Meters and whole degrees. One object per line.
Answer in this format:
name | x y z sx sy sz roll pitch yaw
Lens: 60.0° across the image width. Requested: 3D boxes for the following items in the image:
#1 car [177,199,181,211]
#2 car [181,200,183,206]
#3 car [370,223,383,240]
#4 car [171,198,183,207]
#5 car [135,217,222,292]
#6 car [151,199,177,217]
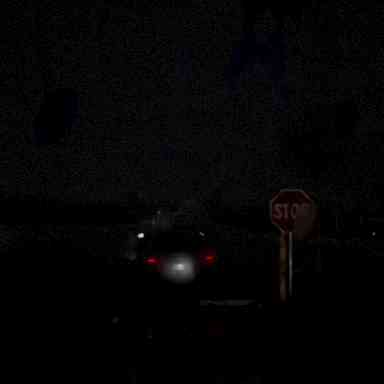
car | -2.839 1.835 42.278 1.994 1.385 4.181 0 0 0
car | -2.832 1.835 52.414 2.128 1.511 4.902 0 0 0
car | 12.690 2.152 18.728 4.902 1.511 2.128 2 0 1
car | -2.762 1.969 63.070 2.033 1.411 5.357 0 0 0
car | -0.536 1.623 9.182 1.994 1.385 4.181 0 0 -9
car | -2.845 1.697 32.283 2.128 1.511 4.902 0 0 0
